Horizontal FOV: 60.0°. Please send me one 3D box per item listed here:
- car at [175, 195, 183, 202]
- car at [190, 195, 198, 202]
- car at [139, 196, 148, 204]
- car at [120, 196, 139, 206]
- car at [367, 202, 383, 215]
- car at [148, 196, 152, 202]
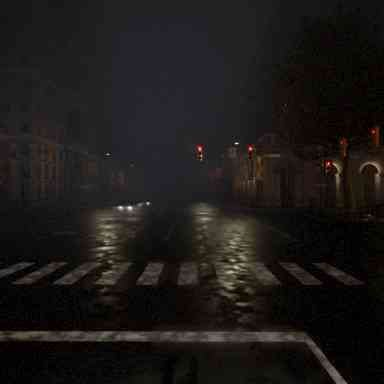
[{"bbox_3d":[-3.088,1.449,78.591,2.128,1.511,4.902,0,0,1],"label":"car"},{"bbox_3d":[0.412,1.450,78.545,2.128,1.511,4.902,0,0,1],"label":"car"},{"bbox_3d":[-10.339,1.478,63.708,1.882,1.535,5.008,0,0,1],"label":"car"},{"bbox_3d":[-10.430,1.601,54.624,1.895,1.301,4.718,0,0,0],"label":"car"},{"bbox_3d":[19.572,1.564,32.701,4.181,1.385,1.994,0,0,0],"label":"car"},{"bbox_3d":[-10.150,1.595,73.989,1.895,1.301,4.718,0,0,1],"label":"car"}]
